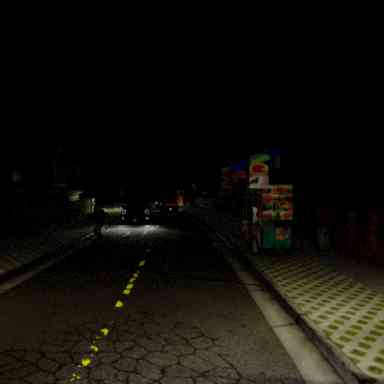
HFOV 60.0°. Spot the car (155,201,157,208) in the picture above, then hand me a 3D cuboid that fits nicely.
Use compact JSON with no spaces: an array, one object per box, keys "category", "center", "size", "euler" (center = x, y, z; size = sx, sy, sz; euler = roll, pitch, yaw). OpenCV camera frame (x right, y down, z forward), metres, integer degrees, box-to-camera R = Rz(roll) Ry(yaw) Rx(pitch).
[{"category":"car","center":[-4.109,1.620,47.205],"size":[2.033,1.411,5.357],"euler":[0,0,-12]}]

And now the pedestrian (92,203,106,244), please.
[{"category":"pedestrian","center":[-3.972,1.297,14.335],"size":[0.375,1.860,0.375],"euler":[0,0,-11]}]

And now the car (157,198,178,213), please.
[{"category":"car","center":[-2.623,1.544,37.352],"size":[1.837,1.490,4.892],"euler":[0,-1,-8]}]

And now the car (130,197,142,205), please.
[{"category":"car","center":[-10.832,1.650,63.968],"size":[1.837,1.490,4.892],"euler":[0,0,-14]}]

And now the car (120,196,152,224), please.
[{"category":"car","center":[-4.073,1.370,24.689],"size":[2.097,1.767,4.553],"euler":[0,0,-6]}]

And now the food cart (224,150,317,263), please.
[{"category":"food cart","center":[2.729,0.465,12.864],"size":[2.280,3.560,4.660],"euler":[0,0,-3]}]
